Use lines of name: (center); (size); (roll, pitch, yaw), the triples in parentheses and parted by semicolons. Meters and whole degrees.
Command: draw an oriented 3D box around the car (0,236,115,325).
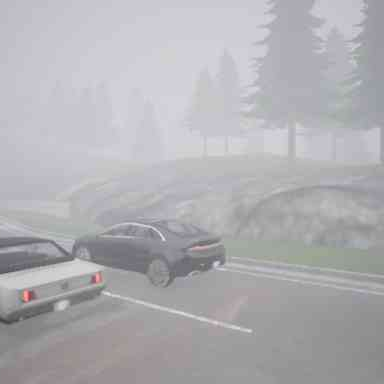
car: (-3.958, 1.604, 6.867); (4.718, 1.301, 1.895); (0, 0, 36)

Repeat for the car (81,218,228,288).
car: (-1.371, 1.494, 9.315); (4.902, 1.511, 2.128); (0, 0, 36)
